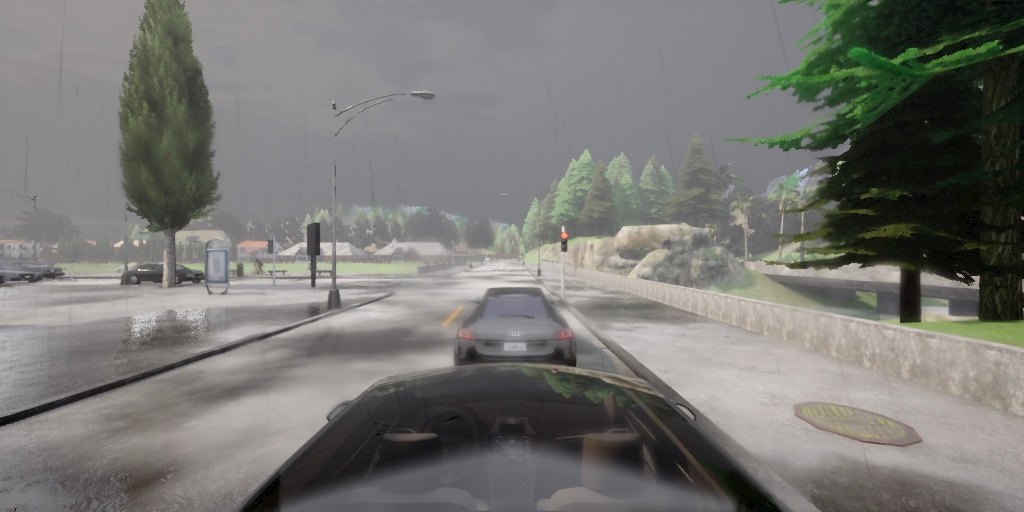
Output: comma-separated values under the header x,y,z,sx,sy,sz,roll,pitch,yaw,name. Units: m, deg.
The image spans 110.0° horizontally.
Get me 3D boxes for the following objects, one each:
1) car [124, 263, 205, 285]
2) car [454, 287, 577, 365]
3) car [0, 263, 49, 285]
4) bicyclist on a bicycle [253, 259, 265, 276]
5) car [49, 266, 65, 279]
x,y,z,sx,sy,sz,roll,pitch,yaw,name
-24.836,1.255,25.742,4.892,1.490,1.837,0,0,0,car
0.063,1.314,7.318,1.994,1.385,4.181,0,0,0,car
-36.780,1.314,25.746,4.181,1.385,1.994,0,0,0,car
-24.104,1.099,34.140,0.582,1.620,1.656,0,0,0,bicyclist on a bicycle
-40.893,1.297,29.945,5.357,1.411,2.033,0,0,0,car
